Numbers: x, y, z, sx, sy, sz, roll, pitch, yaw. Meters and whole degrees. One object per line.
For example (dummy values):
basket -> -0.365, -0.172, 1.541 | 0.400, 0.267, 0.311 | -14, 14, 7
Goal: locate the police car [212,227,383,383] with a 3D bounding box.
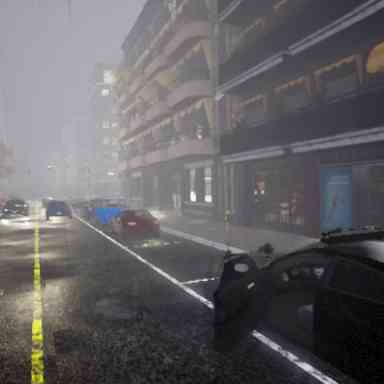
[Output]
police car -> 2.111, 1.321, 4.594 | 1.930, 1.638, 5.238 | -1, 1, -25

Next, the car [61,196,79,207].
car -> -16.889, 1.287, 45.919 | 2.008, 1.369, 4.403 | -1, 1, -25

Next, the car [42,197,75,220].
car -> -10.666, 1.383, 26.430 | 1.812, 1.442, 4.674 | -1, 1, -25

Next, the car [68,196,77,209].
car -> -12.194, 1.321, 35.899 | 2.008, 1.369, 4.403 | -1, 1, -25

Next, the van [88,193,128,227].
van -> -5.157, 1.167, 20.866 | 1.690, 1.788, 3.998 | -1, 1, -25

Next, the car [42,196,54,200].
car -> -17.796, 1.294, 41.674 | 2.128, 1.511, 4.902 | -1, 1, -25

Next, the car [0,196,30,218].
car -> -15.565, 1.414, 29.530 | 1.837, 1.490, 4.892 | -1, 0, -25

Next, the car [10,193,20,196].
car -> -38.220, 1.150, 71.692 | 2.192, 1.841, 5.009 | -1, 1, -25

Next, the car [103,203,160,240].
car -> -2.806, 1.427, 15.859 | 1.802, 1.307, 4.206 | -1, 1, -25

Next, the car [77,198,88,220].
car -> -7.502, 1.247, 25.877 | 1.967, 1.590, 4.097 | -1, 1, -25

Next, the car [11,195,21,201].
car -> -40.558, 1.389, 76.697 | 1.947, 1.339, 4.313 | -1, 1, -25
